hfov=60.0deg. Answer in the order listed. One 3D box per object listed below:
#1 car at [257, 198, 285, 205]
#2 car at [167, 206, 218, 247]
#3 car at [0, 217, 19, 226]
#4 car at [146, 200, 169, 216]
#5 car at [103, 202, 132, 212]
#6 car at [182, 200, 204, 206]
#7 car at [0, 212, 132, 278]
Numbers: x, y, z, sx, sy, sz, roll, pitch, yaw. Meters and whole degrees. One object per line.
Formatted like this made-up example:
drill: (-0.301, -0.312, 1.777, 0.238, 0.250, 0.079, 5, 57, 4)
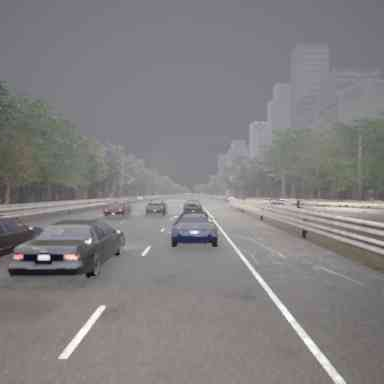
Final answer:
car: (11.569, 1.606, 49.321, 2.128, 1.511, 4.902, 0, 0, -26)
car: (0.102, 1.575, 15.220, 1.994, 1.385, 4.181, 0, 0, 0)
car: (-6.898, 1.555, 11.290, 2.033, 1.411, 5.357, 0, 0, 0)
car: (-3.395, 1.514, 32.729, 2.128, 1.511, 4.902, 0, 0, 0)
car: (-6.893, 1.623, 31.431, 1.895, 1.301, 4.718, 0, 0, 0)
car: (0.107, 1.528, 32.812, 1.837, 1.490, 4.892, 0, 0, 0)
car: (-3.402, 1.555, 10.143, 2.033, 1.411, 5.357, 0, 0, 0)
